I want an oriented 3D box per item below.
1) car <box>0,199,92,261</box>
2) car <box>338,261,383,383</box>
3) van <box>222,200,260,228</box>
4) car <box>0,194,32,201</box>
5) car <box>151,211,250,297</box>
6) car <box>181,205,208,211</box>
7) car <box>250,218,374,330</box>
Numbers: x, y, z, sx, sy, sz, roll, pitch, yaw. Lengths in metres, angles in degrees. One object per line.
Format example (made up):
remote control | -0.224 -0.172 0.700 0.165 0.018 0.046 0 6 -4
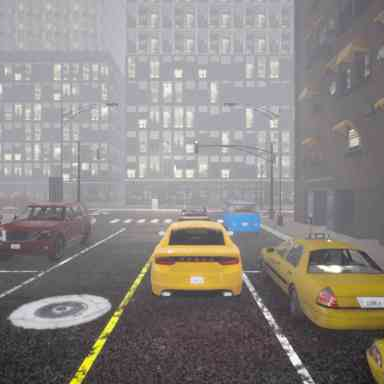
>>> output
car | -5.292 1.317 12.495 2.192 1.841 5.009 0 0 0
car | 2.570 1.525 1.372 1.752 1.417 4.829 0 0 0
van | 2.597 1.345 18.122 1.690 1.788 3.998 0 0 0
car | -20.815 1.110 38.136 5.009 1.841 2.192 1 -1 0
car | 0.112 1.479 8.623 1.882 1.535 5.008 0 0 0
car | 0.133 1.496 19.095 2.128 1.511 4.902 0 0 0
car | 2.579 1.526 7.012 1.752 1.417 4.829 0 0 0
